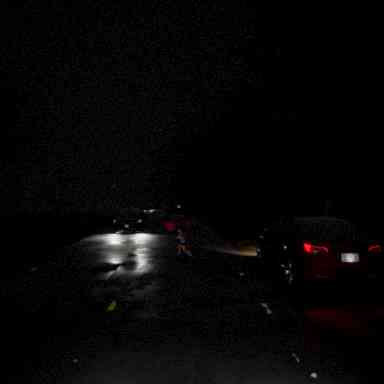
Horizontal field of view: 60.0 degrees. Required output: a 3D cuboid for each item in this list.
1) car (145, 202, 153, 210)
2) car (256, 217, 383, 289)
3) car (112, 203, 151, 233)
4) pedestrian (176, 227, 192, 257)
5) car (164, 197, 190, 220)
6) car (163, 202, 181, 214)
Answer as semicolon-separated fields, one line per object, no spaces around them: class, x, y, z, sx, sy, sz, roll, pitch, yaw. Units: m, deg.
car;-7.991;2.556;59.614;1.994;1.385;4.181;0;-2;-9
car;3.122;1.378;9.033;2.163;1.488;4.792;0;0;-2
car;-3.782;1.652;20.884;1.812;1.442;4.674;0;-1;-3
pedestrian;-0.311;1.709;11.545;0.500;1.100;0.500;-1;1;-7
car;-1.370;1.511;31.982;2.150;2.045;5.566;0;-2;-4
car;-2.759;2.097;45.186;2.033;1.411;5.357;0;-1;-7
